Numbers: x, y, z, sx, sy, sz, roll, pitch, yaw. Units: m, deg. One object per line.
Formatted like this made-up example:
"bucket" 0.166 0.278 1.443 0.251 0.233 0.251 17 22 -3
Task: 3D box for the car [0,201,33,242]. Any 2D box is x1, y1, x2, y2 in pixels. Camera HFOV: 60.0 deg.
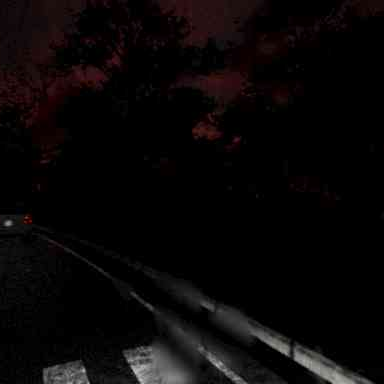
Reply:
"car" -9.807 1.460 17.224 2.150 2.045 5.566 0 0 -35
